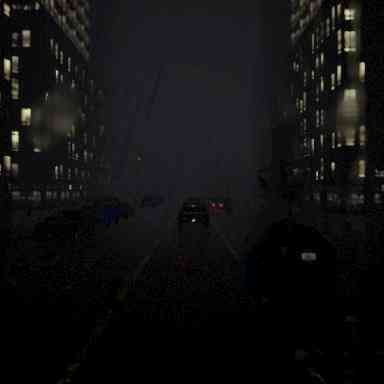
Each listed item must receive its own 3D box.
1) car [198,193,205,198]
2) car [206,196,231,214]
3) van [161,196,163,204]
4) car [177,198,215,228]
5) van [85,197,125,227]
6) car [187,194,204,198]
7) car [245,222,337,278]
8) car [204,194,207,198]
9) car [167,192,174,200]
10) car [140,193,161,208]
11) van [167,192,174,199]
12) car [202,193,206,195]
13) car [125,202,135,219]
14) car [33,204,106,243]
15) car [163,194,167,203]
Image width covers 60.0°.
[{"bbox_3d":[2.706,0.996,95.133,2.008,1.369,4.403,0,0,0],"label":"car"},{"bbox_3d":[2.698,1.260,32.522,1.967,1.590,4.097,0,0,0],"label":"car"},{"bbox_3d":[-5.680,1.061,49.614,1.690,1.788,3.998,0,0,0],"label":"van"},{"bbox_3d":[0.102,1.376,21.153,2.128,1.511,4.902,0,0,0],"label":"car"},{"bbox_3d":[-5.684,1.225,21.153,1.690,1.788,3.998,0,0,0],"label":"van"},{"bbox_3d":[0.103,1.285,39.346,1.837,1.490,4.892,0,0,0],"label":"car"},{"bbox_3d":[2.695,1.513,9.756,1.947,1.339,4.313,0,0,0],"label":"car"},{"bbox_3d":[2.699,1.335,43.907,1.802,1.307,4.206,0,0,0],"label":"car"},{"bbox_3d":[-5.677,1.076,77.904,1.752,1.417,4.829,0,0,0],"label":"car"},{"bbox_3d":[-5.681,1.194,43.921,1.967,1.590,4.097,0,0,0],"label":"car"},{"bbox_3d":[-5.675,0.822,89.458,1.690,1.788,3.998,0,0,0],"label":"van"},{"bbox_3d":[2.700,1.244,49.769,1.752,1.417,4.829,0,0,0],"label":"car"},{"bbox_3d":[-5.684,1.434,26.847,1.802,1.307,4.206,0,0,0],"label":"car"},{"bbox_3d":[-5.685,1.461,15.462,1.887,1.381,4.507,0,0,0],"label":"car"},{"bbox_3d":[-5.680,1.252,55.307,1.947,1.339,4.313,0,0,0],"label":"car"}]
